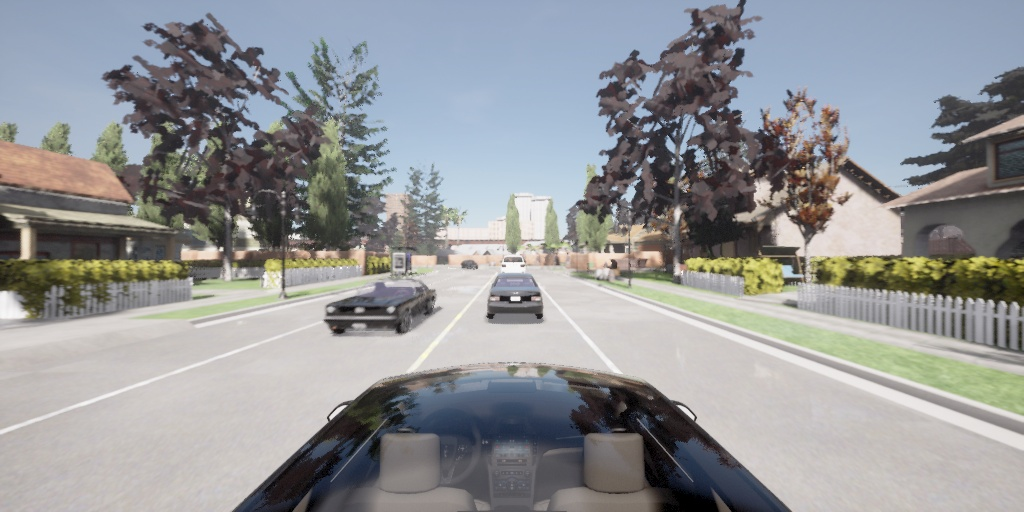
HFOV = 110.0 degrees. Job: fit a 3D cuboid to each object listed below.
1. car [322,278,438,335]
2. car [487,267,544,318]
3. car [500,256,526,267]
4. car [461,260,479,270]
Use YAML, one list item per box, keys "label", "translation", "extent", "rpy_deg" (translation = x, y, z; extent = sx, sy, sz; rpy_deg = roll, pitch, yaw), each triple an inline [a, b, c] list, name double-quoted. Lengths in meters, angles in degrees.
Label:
- label: "car"
  translation: [-3.600, 1.354, 10.683]
  extent: [1.895, 1.301, 4.718]
  rpy_deg: [0, 0, 0]
- label: "car"
  translation: [0.101, 1.301, 13.016]
  extent: [2.033, 1.411, 5.357]
  rpy_deg: [0, 0, 0]
- label: "car"
  translation: [0.102, 0.982, 32.468]
  extent: [2.150, 2.045, 5.566]
  rpy_deg: [0, 0, 0]
- label: "car"
  translation: [-6.321, 1.289, 53.500]
  extent: [1.837, 1.490, 4.892]
  rpy_deg: [1, 0, -21]
